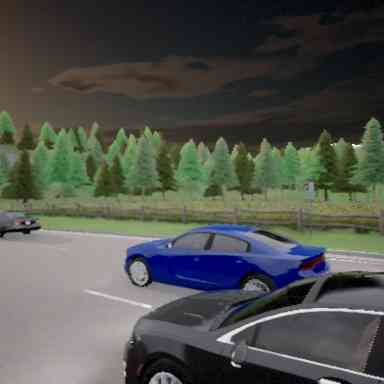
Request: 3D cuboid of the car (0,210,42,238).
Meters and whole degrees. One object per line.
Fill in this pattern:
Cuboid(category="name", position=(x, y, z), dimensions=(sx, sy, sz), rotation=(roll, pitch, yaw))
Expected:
Cuboid(category="car", position=(-10.979, 1.721, 18.836), dimensions=(5.357, 1.411, 2.033), rotation=(-1, 0, 27))

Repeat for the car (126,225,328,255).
Cuboid(category="car", position=(0.573, 1.513, 7.815), dimensions=(5.008, 1.535, 1.882), rotation=(-1, 0, 35))

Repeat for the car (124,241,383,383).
Cuboid(category="car", position=(1.513, 1.508, 2.903), dimensions=(4.892, 1.490, 1.837), rotation=(0, 0, 35))
